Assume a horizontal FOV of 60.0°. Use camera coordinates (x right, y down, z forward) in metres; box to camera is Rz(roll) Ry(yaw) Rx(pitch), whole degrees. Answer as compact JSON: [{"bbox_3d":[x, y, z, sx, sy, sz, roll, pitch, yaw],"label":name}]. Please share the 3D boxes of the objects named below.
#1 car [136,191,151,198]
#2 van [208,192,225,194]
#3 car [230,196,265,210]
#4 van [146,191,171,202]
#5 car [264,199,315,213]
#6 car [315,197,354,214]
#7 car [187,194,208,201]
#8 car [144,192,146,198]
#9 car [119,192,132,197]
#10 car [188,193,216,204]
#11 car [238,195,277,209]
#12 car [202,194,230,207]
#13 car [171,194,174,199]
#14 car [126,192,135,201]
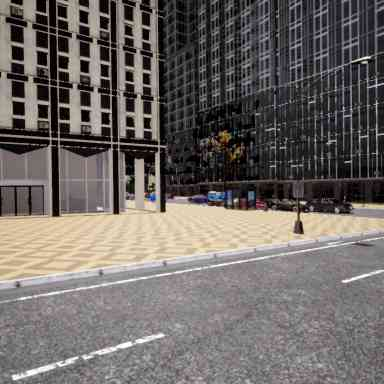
[{"bbox_3d":[-11.890,0.686,81.822,1.967,1.590,4.097,0,1,-35],"label":"car"},{"bbox_3d":[4.250,0.855,58.431,1.690,1.788,3.998,0,1,-35],"label":"van"},{"bbox_3d":[6.944,1.388,39.581,1.802,1.307,4.206,0,1,-35],"label":"car"},{"bbox_3d":[-5.875,0.937,58.351,1.690,1.788,3.998,0,1,-35],"label":"van"},{"bbox_3d":[10.158,1.424,34.891,1.947,1.339,4.313,-1,1,-35],"label":"car"},{"bbox_3d":[14.020,1.345,34.070,1.837,1.490,4.892,-1,1,-35],"label":"car"},{"bbox_3d":[1.023,1.043,63.112,1.802,1.307,4.206,0,1,-35],"label":"car"},{"bbox_3d":[-8.661,0.615,77.143,2.192,1.841,5.009,0,1,-35],"label":"car"},{"bbox_3d":[-18.345,0.688,91.179,2.008,1.369,4.403,0,1,-35],"label":"car"},{"bbox_3d":[1.455,1.239,52.303,1.895,1.301,4.718,-1,1,-34],"label":"car"},{"bbox_3d":[8.278,1.253,42.392,1.837,1.490,4.892,-1,1,-35],"label":"car"},{"bbox_3d":[3.764,1.319,44.291,1.947,1.339,4.313,0,1,-35],"label":"car"},{"bbox_3d":[-5.433,0.936,72.468,1.802,1.307,4.206,0,1,-35],"label":"car"},{"bbox_3d":[-12.331,1.039,67.710,2.008,1.369,4.403,0,1,-35],"label":"car"}]
